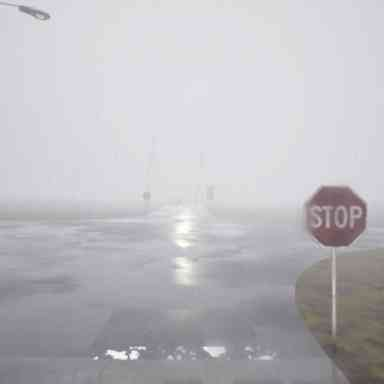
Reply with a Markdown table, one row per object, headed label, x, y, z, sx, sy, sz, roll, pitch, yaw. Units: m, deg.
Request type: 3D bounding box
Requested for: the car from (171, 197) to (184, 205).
| label | x | y | z | sx | sy | sz | roll | pitch | yaw |
| --- | --- | --- | --- | --- | --- | --- | --- | --- | --- |
| car | -2.570 | 1.638 | 59.526 | 1.837 | 1.490 | 4.892 | 0 | 0 | 0 |
